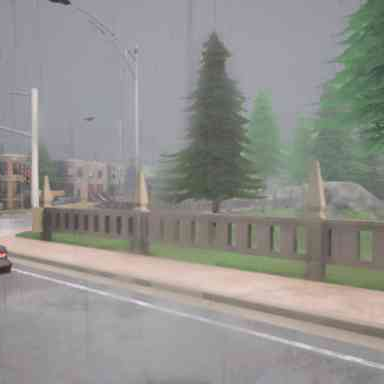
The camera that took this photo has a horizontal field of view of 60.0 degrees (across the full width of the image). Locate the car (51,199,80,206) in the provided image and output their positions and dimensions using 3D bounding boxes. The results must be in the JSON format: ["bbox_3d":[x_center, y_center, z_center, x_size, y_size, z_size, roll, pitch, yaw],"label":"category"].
[{"bbox_3d":[-14.426,1.597,37.491,1.837,1.490,4.892,0,0,36],"label":"car"}]

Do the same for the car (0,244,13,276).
[{"bbox_3d":[-6.895,1.577,8.884,5.357,1.411,2.033,0,0,36],"label":"car"}]
